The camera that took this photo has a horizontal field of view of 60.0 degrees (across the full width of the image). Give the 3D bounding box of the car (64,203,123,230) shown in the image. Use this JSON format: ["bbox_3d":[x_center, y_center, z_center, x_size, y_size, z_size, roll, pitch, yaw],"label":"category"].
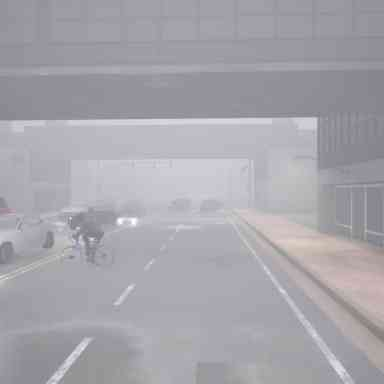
[{"bbox_3d":[-6.114,1.601,21.112,1.895,1.301,4.718,0,0,3],"label":"car"}]

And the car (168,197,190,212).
[{"bbox_3d":[-1.569,1.526,37.904,1.812,1.442,4.674,0,0,3],"label":"car"}]

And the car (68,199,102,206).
[{"bbox_3d":[-9.212,1.525,27.246,1.812,1.442,4.674,0,0,3],"label":"car"}]

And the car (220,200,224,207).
[{"bbox_3d":[3.197,1.547,48.416,2.033,1.411,5.357,0,0,19],"label":"car"}]

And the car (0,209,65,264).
[{"bbox_3d":[-6.588,1.526,11.979,1.812,1.442,4.674,0,0,3],"label":"car"}]

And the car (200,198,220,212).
[{"bbox_3d":[2.011,1.564,39.252,1.994,1.385,4.181,0,0,3],"label":"car"}]

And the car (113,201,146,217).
[{"bbox_3d":[-5.570,1.564,31.119,1.994,1.385,4.181,0,0,3],"label":"car"}]

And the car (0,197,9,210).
[{"bbox_3d":[-9.987,1.220,14.070,2.150,2.045,5.566,0,0,3],"label":"car"}]

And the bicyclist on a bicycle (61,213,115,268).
[{"bbox_3d":[-3.105,1.455,9.845,1.656,1.620,0.582,-2,0,3],"label":"bicyclist on a bicycle"}]

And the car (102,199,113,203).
[{"bbox_3d":[-8.947,1.492,33.265,2.128,1.511,4.902,0,0,3],"label":"car"}]
